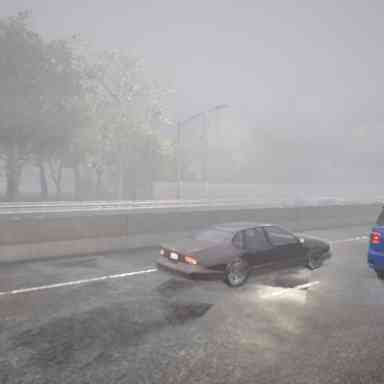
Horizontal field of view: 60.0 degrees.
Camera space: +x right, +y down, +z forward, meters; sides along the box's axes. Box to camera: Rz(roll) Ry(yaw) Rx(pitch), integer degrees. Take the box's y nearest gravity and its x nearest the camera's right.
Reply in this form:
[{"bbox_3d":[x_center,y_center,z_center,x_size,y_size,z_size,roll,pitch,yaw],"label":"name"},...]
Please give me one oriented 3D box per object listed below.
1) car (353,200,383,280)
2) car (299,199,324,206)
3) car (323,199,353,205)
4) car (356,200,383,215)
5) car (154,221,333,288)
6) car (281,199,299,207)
[{"bbox_3d":[6.735,1.214,8.553,5.566,2.045,2.150,0,0,-35],"label":"car"},{"bbox_3d":[16.171,1.528,41.295,5.357,1.411,2.033,0,0,-35],"label":"car"},{"bbox_3d":[17.486,1.581,37.938,4.718,1.301,1.895,0,0,-35],"label":"car"},{"bbox_3d":[19.528,1.582,35.098,4.718,1.301,1.895,0,0,-35],"label":"car"},{"bbox_3d":[1.634,1.541,9.228,5.357,1.411,2.033,0,0,-35],"label":"car"},{"bbox_3d":[13.564,1.544,43.644,4.181,1.385,1.994,0,0,-36],"label":"car"}]
